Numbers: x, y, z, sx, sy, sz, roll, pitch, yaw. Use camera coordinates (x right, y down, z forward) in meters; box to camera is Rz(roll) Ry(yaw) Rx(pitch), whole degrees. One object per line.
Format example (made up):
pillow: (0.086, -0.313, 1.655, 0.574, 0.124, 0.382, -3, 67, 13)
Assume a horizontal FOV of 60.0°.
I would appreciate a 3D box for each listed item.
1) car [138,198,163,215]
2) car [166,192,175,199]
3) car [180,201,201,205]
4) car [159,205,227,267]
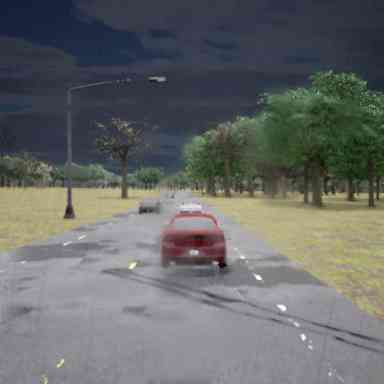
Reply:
car: (-3.849, 1.297, 31.410, 1.882, 1.535, 5.008, 0, 1, -1)
car: (-4.764, 0.682, 72.571, 2.128, 1.511, 4.902, 0, 1, -2)
car: (-0.137, 1.430, 30.252, 1.895, 1.301, 4.718, 0, 0, -1)
car: (0.046, 1.439, 11.305, 1.882, 1.535, 5.008, 0, 1, 0)
